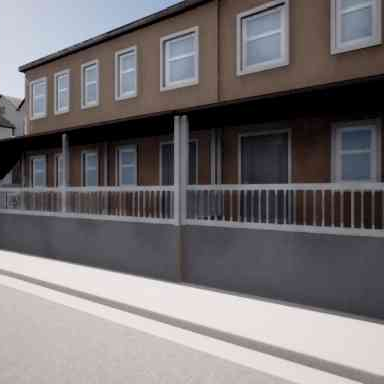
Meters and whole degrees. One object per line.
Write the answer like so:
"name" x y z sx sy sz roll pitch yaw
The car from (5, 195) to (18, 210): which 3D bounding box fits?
"car" -15.544 1.051 28.135 1.994 1.385 4.181 0 14 35
